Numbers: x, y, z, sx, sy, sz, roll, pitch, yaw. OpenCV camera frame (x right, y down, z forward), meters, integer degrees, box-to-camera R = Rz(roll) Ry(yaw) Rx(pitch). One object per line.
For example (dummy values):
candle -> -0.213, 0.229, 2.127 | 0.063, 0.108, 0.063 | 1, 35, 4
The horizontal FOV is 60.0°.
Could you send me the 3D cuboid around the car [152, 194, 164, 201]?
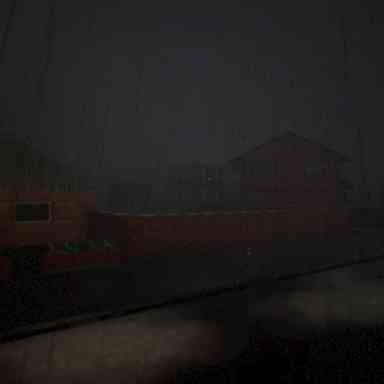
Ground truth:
car -> -4.545, 1.183, 45.600 | 1.905, 1.878, 3.866 | 1, 0, -35
